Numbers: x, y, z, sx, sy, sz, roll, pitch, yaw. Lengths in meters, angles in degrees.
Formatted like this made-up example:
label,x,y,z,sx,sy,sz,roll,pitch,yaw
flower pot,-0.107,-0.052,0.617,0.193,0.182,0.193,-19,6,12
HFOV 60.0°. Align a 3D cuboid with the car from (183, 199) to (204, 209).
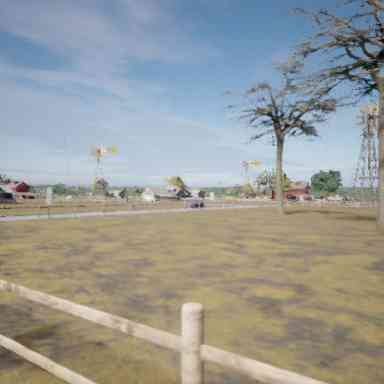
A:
label,x,y,z,sx,sy,sz,roll,pitch,yaw
car,0.294,2.032,59.722,2.097,1.767,4.553,1,0,36
